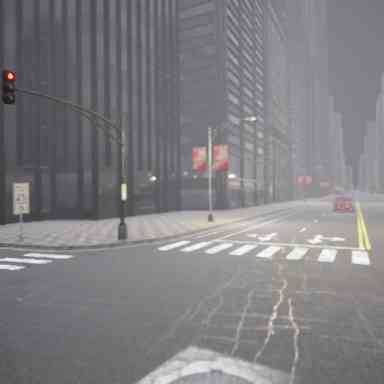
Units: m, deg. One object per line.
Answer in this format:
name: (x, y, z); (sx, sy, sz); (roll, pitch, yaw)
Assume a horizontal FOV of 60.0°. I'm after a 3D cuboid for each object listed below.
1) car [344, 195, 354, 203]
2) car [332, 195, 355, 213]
car: (34.934, 1.501, 74.038); (1.882, 1.535, 5.008); (-1, 0, 26)
car: (18.187, 1.444, 39.951); (2.150, 2.045, 5.566); (-1, 1, 26)
